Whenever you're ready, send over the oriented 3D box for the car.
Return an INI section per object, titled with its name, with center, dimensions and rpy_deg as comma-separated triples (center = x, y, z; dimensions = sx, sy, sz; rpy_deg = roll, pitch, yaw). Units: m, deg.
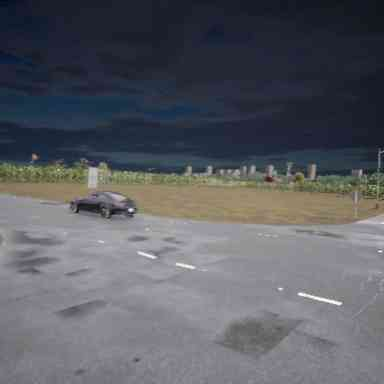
[car]
center = -5.087, 0.665, 19.218
dimensions = 4.674, 1.442, 1.812
rpy_deg = 4, 2, 37
